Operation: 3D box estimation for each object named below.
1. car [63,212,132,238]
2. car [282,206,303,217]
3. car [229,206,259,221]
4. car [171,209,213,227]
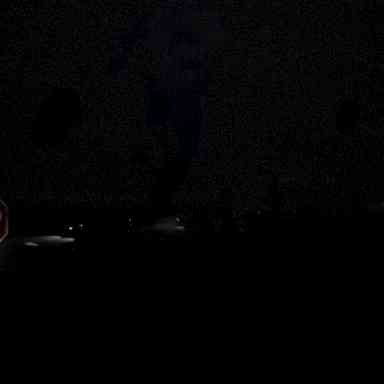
[{"bbox_3d":[-5.694,1.924,20.429,1.994,1.385,4.181,1,-1,36],"label":"car"},{"bbox_3d":[14.903,2.786,49.346,1.882,1.535,5.008,1,-1,35],"label":"car"},{"bbox_3d":[5.786,2.352,36.628,1.837,1.490,4.892,1,-1,36],"label":"car"},{"bbox_3d":[0.054,2.156,28.532,1.994,1.385,4.181,1,-1,36],"label":"car"}]
